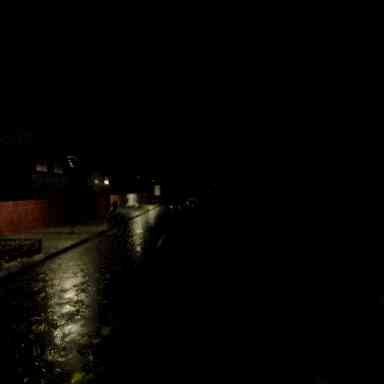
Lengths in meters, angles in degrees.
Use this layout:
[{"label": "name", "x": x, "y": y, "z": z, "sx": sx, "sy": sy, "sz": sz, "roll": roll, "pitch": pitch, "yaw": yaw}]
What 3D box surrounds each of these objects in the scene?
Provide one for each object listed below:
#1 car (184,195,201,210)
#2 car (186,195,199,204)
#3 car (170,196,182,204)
[{"label": "car", "x": 0.083, "y": 1.358, "z": 40.782, "sx": 1.812, "sy": 1.442, "sz": 4.674, "roll": 0, "pitch": 0, "yaw": 0}, {"label": "car", "x": 0.074, "y": 1.258, "z": 57.932, "sx": 2.128, "sy": 1.511, "sz": 4.902, "roll": 0, "pitch": 0, "yaw": 0}, {"label": "car", "x": -2.773, "y": 1.368, "z": 57.463, "sx": 1.895, "sy": 1.301, "sz": 4.718, "roll": 0, "pitch": 0, "yaw": 0}]
